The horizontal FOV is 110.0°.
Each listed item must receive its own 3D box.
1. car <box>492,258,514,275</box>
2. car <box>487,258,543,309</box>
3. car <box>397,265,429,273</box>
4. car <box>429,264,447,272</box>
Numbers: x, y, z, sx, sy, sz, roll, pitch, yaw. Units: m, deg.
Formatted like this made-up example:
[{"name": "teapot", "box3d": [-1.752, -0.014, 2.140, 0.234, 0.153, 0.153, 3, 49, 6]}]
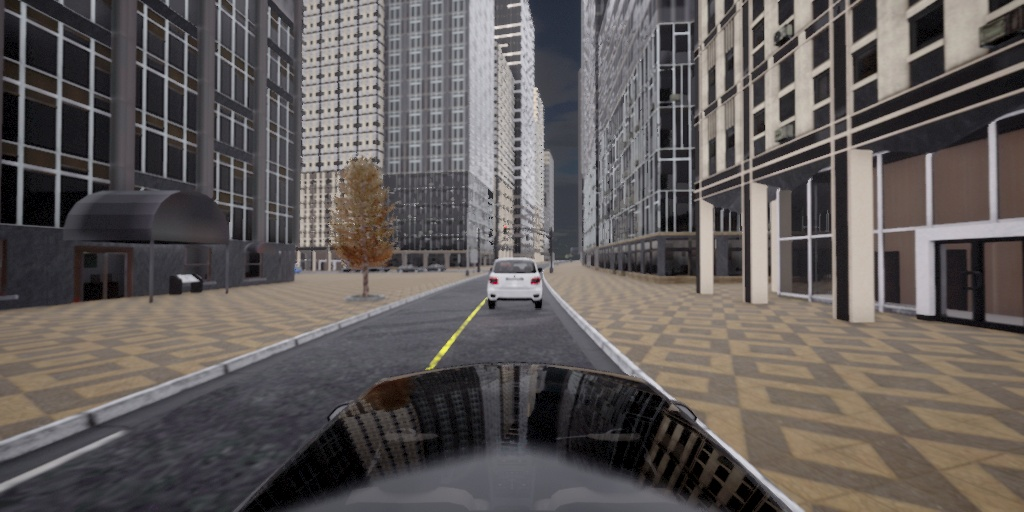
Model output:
[{"name": "car", "box3d": [-1.108, 1.345, 46.288, 2.150, 2.045, 5.566, 0, -1, 5]}, {"name": "car", "box3d": [0.167, 1.096, 15.833, 2.150, 2.045, 5.566, 0, 0, 2]}, {"name": "car", "box3d": [-15.640, 2.031, 55.435, 4.403, 1.370, 2.007, 0, 0, 13]}, {"name": "car", "box3d": [-13.723, 2.139, 63.593, 4.403, 1.370, 2.007, 0, 0, 13]}]
